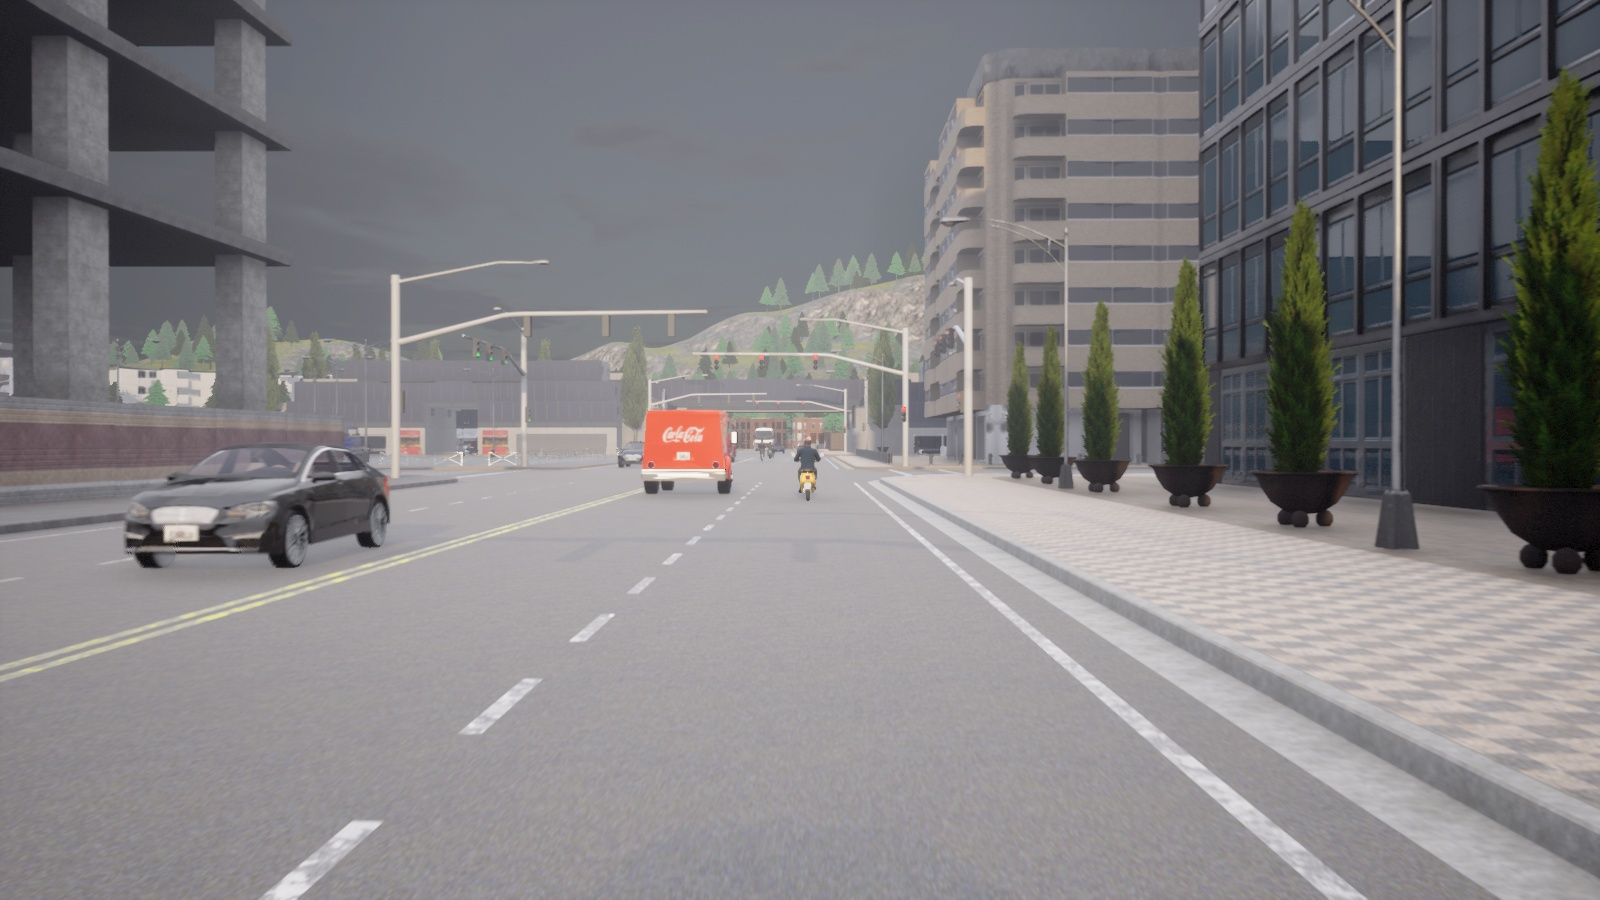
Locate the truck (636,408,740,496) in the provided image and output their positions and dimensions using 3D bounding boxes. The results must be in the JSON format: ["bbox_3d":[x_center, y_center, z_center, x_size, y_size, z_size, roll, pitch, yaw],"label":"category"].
[{"bbox_3d":[-3.270,0.044,37.806,2.627,2.467,5.204,0,0,0],"label":"truck"}]

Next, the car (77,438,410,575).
[{"bbox_3d":[-6.892,0.605,16.298,2.128,1.511,4.902,0,0,0],"label":"car"}]

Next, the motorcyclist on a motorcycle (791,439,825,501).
[{"bbox_3d":[0.202,0.514,33.082,0.866,1.590,1.817,0,0,0],"label":"motorcyclist on a motorcycle"}]

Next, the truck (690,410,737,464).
[{"bbox_3d":[-6.448,-0.954,94.250,2.891,3.827,8.468,0,0,0],"label":"truck"}]

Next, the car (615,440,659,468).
[{"bbox_3d":[-10.044,0.231,77.603,2.033,1.649,4.856,0,0,0],"label":"car"}]
